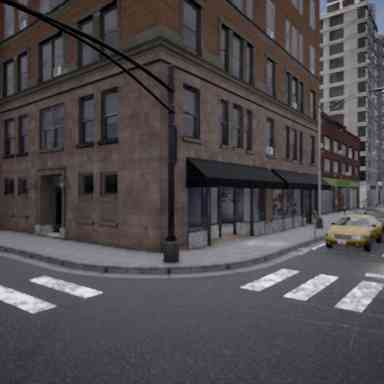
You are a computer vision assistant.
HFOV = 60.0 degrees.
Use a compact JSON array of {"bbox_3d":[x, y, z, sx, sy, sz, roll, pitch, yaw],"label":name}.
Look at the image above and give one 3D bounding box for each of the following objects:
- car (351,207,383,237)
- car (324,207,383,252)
[{"bbox_3d":[10.670,1.614,19.009,1.947,1.339,4.313,0,0,38],"label":"car"},{"bbox_3d":[7.105,1.568,14.402,1.752,1.417,4.829,0,0,38],"label":"car"}]
